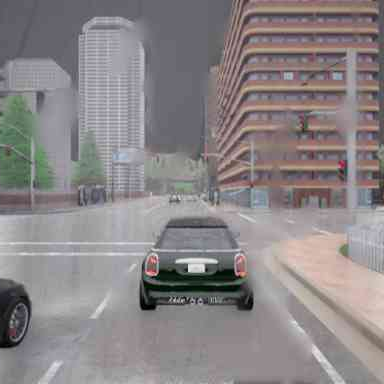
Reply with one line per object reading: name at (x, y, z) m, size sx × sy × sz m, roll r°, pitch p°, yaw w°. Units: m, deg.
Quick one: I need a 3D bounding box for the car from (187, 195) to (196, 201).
car at (-0.161, 1.497, 85.343) m, size 2.128 × 1.511 × 4.902 m, roll 0°, pitch 0°, yaw 0°

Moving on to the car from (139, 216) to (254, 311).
car at (0.098, 1.351, 7.936) m, size 2.097 × 1.767 × 4.553 m, roll 0°, pitch 0°, yaw 1°

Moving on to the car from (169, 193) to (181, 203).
car at (-3.525, 1.484, 66.085) m, size 2.128 × 1.511 × 4.902 m, roll 0°, pitch 0°, yaw 0°

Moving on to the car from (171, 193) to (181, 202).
car at (-3.643, 1.211, 76.086) m, size 2.150 × 2.045 × 5.566 m, roll 0°, pitch 0°, yaw 0°

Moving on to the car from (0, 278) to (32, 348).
car at (-3.431, 1.525, 3.317) m, size 1.812 × 1.442 × 4.674 m, roll 0°, pitch 0°, yaw 0°

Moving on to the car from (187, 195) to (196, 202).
car at (-0.144, 1.510, 76.344) m, size 1.812 × 1.442 × 4.674 m, roll 0°, pitch 0°, yaw 0°
